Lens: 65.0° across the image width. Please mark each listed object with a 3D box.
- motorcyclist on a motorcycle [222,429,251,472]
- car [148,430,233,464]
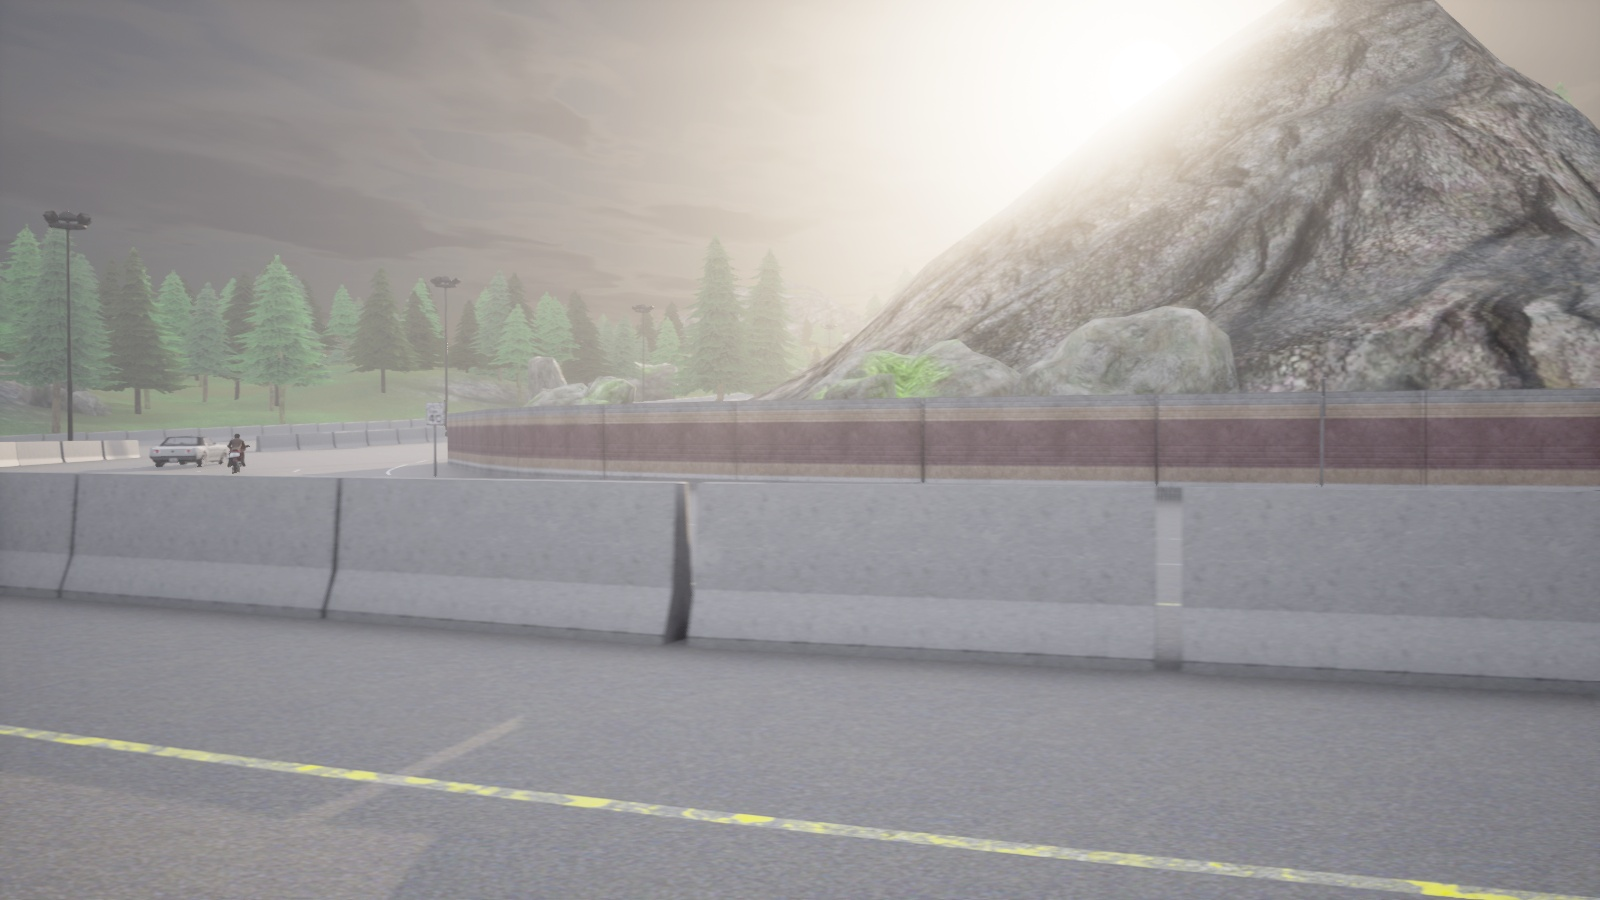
[{"bbox_3d":[-20.580,-0.005,45.869,0.797,1.523,2.044,1,1,-20],"label":"motorcyclist on a motorcycle"},{"bbox_3d":[-25.945,-0.154,53.621,1.895,1.301,4.718,0,2,-8],"label":"car"}]
